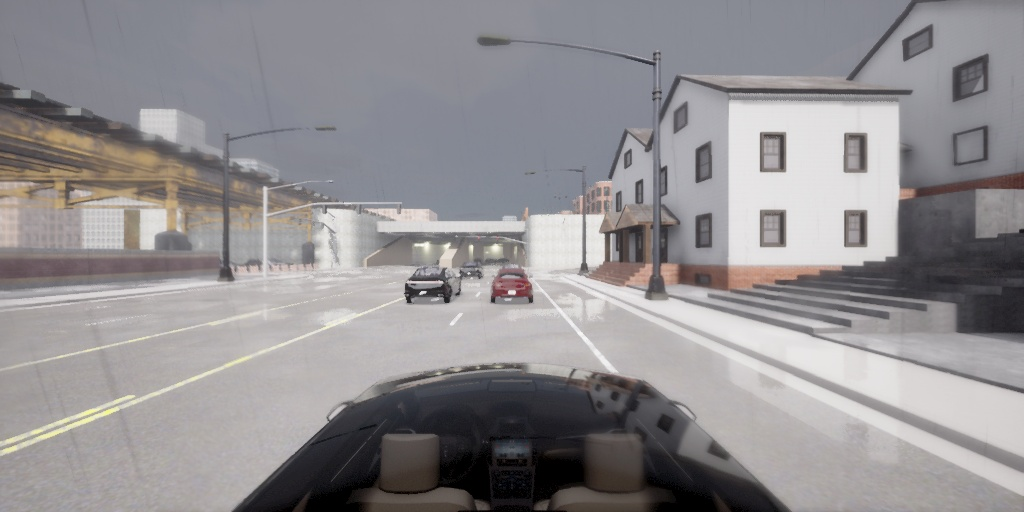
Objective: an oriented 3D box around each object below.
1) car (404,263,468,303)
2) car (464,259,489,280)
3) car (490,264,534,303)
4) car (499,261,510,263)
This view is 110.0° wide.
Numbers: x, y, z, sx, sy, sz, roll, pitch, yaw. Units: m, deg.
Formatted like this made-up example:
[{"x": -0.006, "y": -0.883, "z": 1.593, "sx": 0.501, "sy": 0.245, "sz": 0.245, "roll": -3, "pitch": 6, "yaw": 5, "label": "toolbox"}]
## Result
[{"x": -3.500, "y": 1.243, "z": 16.500, "sx": 2.128, "sy": 1.511, "sz": 4.902, "roll": 0, "pitch": 0, "yaw": 0, "label": "car"}, {"x": -3.502, "y": 1.251, "z": 31.502, "sx": 2.128, "sy": 1.511, "sz": 4.902, "roll": 0, "pitch": 0, "yaw": 0, "label": "car"}, {"x": 0.000, "y": 1.281, "z": 16.500, "sx": 1.812, "sy": 1.442, "sz": 4.674, "roll": 0, "pitch": 0, "yaw": 0, "label": "car"}, {"x": -0.001, "y": 1.371, "z": 31.531, "sx": 1.895, "sy": 1.301, "sz": 4.718, "roll": 0, "pitch": 0, "yaw": 0, "label": "car"}]
